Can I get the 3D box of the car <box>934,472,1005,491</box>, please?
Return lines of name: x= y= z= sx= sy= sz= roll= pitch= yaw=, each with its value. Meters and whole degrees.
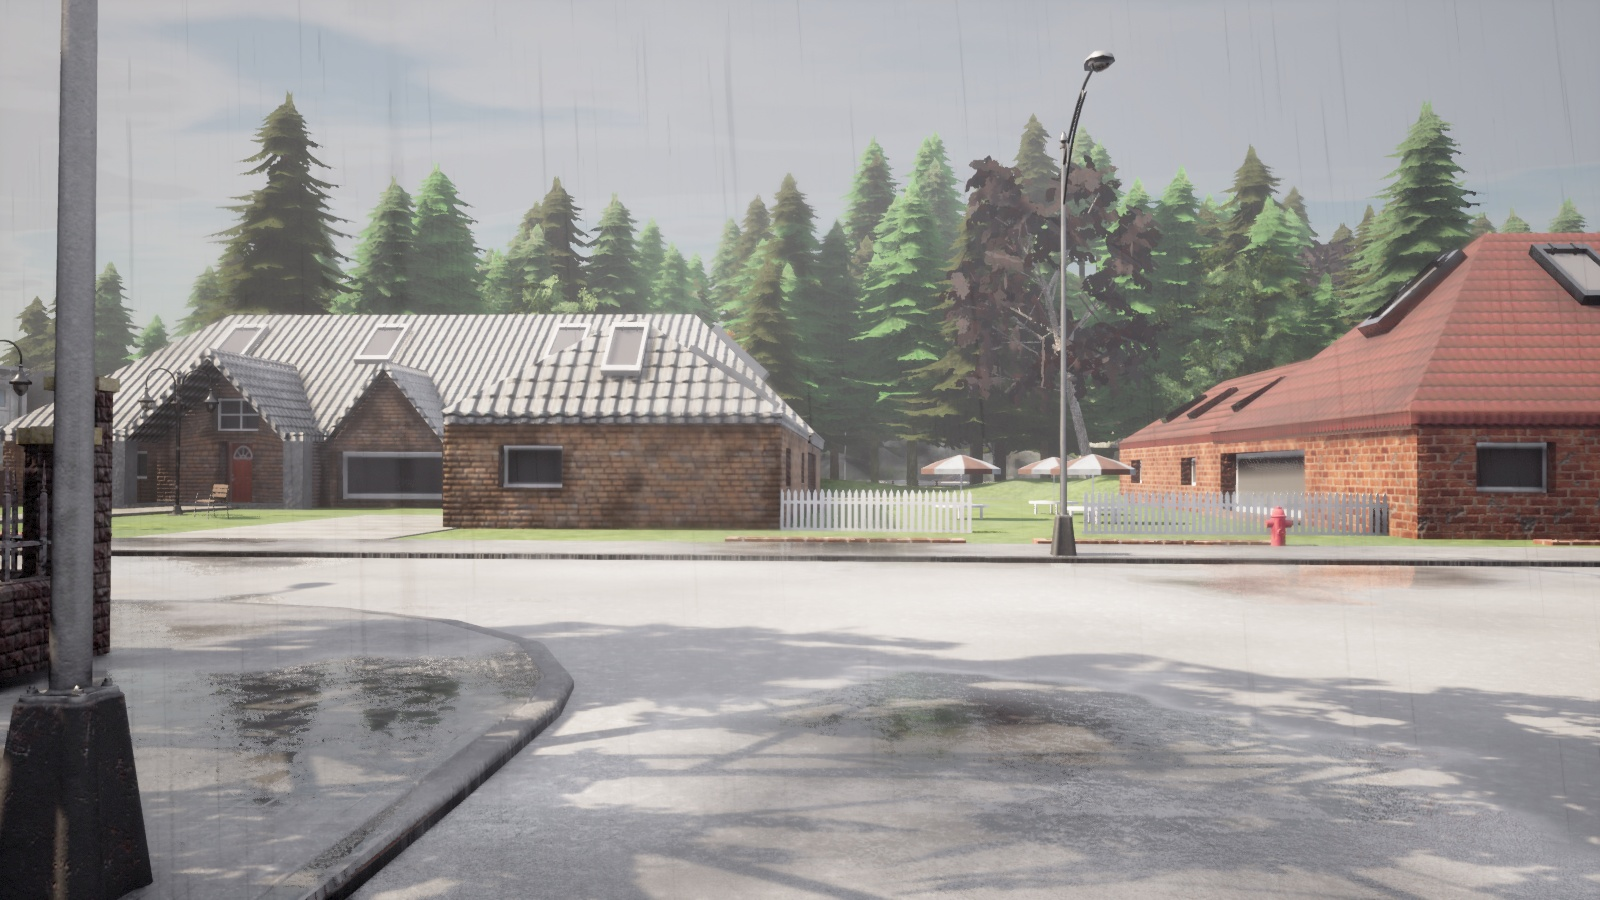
car: x=13.110 y=2.441 z=97.384 sx=5.357 sy=1.411 sz=2.033 roll=0 pitch=-1 yaw=3
